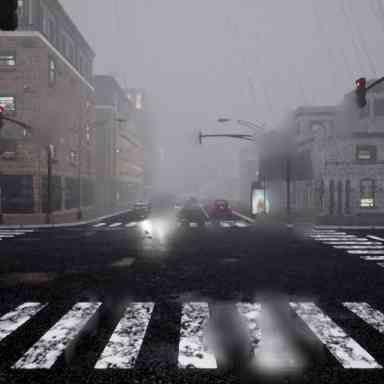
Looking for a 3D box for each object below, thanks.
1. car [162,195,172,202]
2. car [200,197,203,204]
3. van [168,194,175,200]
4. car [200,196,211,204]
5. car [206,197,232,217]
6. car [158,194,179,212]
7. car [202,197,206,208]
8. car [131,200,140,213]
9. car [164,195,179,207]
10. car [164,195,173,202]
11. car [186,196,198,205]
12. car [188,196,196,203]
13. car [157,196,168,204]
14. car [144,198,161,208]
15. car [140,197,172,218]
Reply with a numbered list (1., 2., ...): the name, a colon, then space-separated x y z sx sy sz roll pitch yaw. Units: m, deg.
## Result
1. car: -5.771 1.497 77.296 1.967 1.590 4.097 0 0 0
2. car: 2.638 1.571 48.834 2.008 1.369 4.403 0 0 0
3. van: -5.788 1.430 94.387 1.690 1.788 3.998 -1 0 0
4. car: 2.622 1.591 65.924 2.008 1.369 4.403 -1 0 0
5. car: 2.654 1.446 31.744 1.967 1.590 4.097 0 0 0
6. car: -3.137 1.230 40.178 2.150 2.045 5.566 0 0 0
7. car: 2.644 1.597 43.137 1.802 1.307 4.206 0 0 0
8. car: -5.731 1.561 37.420 2.008 1.369 4.403 0 0 0
9. car: -3.134 1.378 52.802 2.097 1.767 4.553 0 0 0
10. car: -5.775 1.592 82.823 1.752 1.417 4.829 -1 0 0
11. car: 0.045 1.538 60.288 1.837 1.490 4.892 0 0 0
12. car: 0.013 1.572 70.705 1.812 1.442 4.674 0 0 0
13. car: -5.759 1.565 65.734 1.752 1.417 4.829 0 0 0
14. car: -5.742 1.571 48.814 2.008 1.369 4.403 0 0 0
15. car: -3.139 1.496 29.946 2.128 1.511 4.902 0 0 -2
